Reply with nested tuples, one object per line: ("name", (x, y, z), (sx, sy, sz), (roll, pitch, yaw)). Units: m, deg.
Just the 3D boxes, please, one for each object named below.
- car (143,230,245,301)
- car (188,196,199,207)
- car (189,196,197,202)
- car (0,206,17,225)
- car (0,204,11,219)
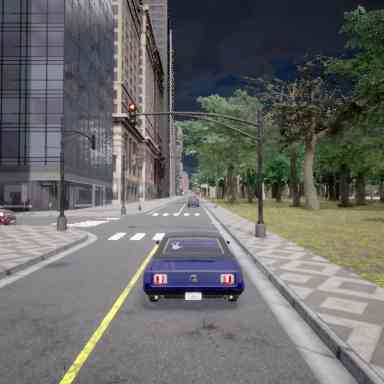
("car", (0.023, 1.607, 8.262), (1.895, 1.301, 4.718), (0, 0, 0))
("car", (0.241, 1.690, 55.640), (2.033, 1.411, 5.357), (0, 0, 0))
("car", (0.207, 1.801, 81.884), (2.033, 1.411, 5.357), (0, 0, 0))
("car", (-13.491, 1.371, 21.284), (4.097, 1.590, 1.967), (0, -2, -1))
("car", (-18.935, 1.726, 29.808), (4.313, 1.339, 1.947), (0, -1, 0))
